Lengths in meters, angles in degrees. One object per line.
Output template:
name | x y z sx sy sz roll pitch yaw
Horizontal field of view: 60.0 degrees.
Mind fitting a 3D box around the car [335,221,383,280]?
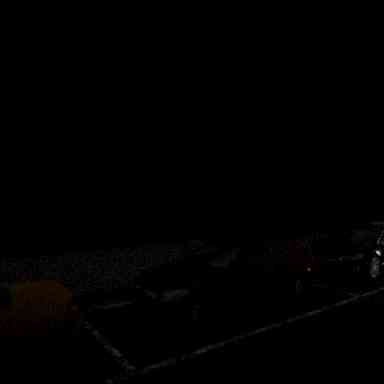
car | 5.267 1.582 9.915 4.403 1.369 2.008 0 0 -35

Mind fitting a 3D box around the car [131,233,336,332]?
car | 0.852 1.597 6.784 4.206 1.307 1.802 0 0 -35

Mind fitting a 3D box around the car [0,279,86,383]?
car | -3.702 1.522 3.554 4.829 1.417 1.752 0 0 -35
